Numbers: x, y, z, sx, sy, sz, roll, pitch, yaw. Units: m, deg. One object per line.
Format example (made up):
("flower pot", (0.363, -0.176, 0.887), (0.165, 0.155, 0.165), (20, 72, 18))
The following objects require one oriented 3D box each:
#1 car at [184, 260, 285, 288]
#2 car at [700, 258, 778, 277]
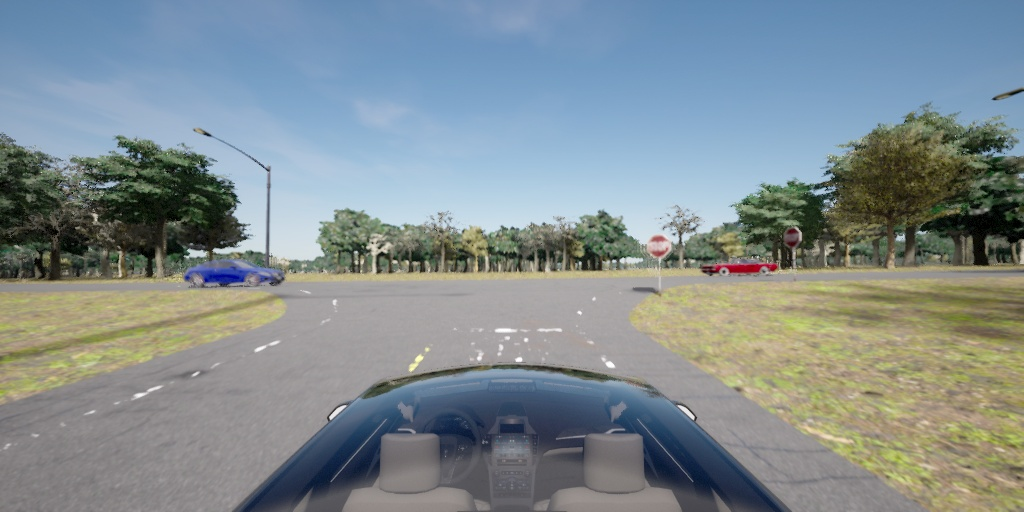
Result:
("car", (-14.685, 0.925, 19.062), (4.674, 1.442, 1.812), (-1, -2, 1))
("car", (16.540, 0.836, 26.320), (4.718, 1.301, 1.895), (-1, -2, -1))
